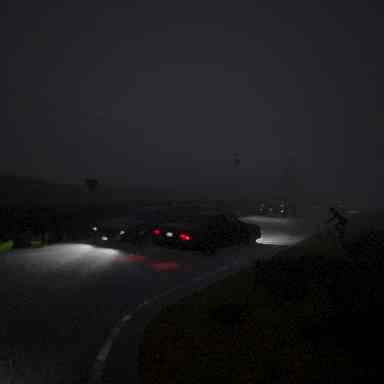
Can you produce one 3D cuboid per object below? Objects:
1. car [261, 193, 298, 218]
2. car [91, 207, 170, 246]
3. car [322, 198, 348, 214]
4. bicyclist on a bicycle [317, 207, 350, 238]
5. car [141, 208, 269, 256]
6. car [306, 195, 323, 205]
[{"bbox_3d":[8.229,1.179,30.931,2.150,2.045,5.566,3,1,31],"label":"car"},{"bbox_3d":[-1.807,1.368,14.611,2.033,1.411,5.357,3,1,32],"label":"car"},{"bbox_3d":[16.889,1.694,38.728,1.812,1.442,4.674,3,1,32],"label":"car"},{"bbox_3d":[6.891,1.580,16.022,1.656,1.620,0.582,2,1,31],"label":"bicyclist on a bicycle"},{"bbox_3d":[0.780,1.489,13.004,2.033,1.411,5.357,3,1,38],"label":"car"},{"bbox_3d":[16.536,1.187,44.350,1.837,1.490,4.892,3,1,31],"label":"car"}]
